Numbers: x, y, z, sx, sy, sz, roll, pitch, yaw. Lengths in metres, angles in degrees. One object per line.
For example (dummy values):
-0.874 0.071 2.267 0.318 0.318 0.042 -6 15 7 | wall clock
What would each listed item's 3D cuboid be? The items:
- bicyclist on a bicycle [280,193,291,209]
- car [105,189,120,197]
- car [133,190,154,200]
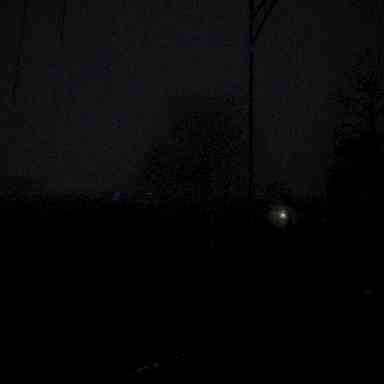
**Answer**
9.606 0.950 34.184 1.656 1.620 0.582 0 1 -35 | bicyclist on a bicycle
-15.057 0.212 63.571 1.812 1.442 4.674 -1 2 -35 | car
-7.987 0.443 53.649 2.128 1.511 4.902 -1 2 -35 | car
